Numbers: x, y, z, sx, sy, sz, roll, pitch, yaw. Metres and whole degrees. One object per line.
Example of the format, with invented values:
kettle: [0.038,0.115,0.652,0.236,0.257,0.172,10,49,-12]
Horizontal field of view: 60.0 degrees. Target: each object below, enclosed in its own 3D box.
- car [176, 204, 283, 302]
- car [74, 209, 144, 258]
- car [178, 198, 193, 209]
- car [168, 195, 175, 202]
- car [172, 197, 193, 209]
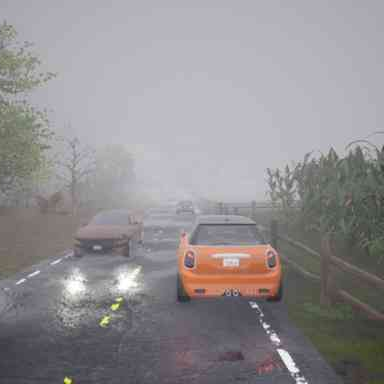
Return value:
car: [0.721,1.350,8.419,2.097,1.767,4.553,0,0,-1]
car: [-3.028,1.474,12.941,1.882,1.535,5.008,0,0,-1]
car: [-0.898,1.528,44.916,1.994,1.385,4.181,0,0,-1]
car: [-4.296,1.448,72.114,2.033,1.411,5.357,0,0,-1]
car: [-0.673,1.526,34.406,2.033,1.411,5.357,0,0,-1]
